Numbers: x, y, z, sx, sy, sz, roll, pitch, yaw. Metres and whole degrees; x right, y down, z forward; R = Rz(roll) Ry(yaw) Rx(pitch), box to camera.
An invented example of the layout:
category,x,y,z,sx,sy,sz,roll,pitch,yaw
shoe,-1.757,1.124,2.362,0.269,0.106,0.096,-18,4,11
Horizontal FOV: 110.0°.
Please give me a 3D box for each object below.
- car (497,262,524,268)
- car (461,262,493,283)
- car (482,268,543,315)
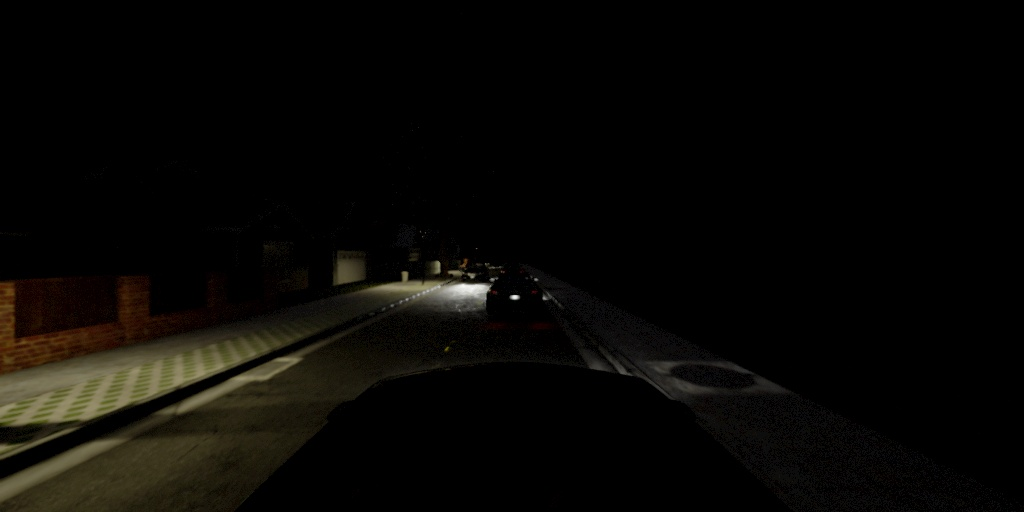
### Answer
category,x,y,z,sx,sy,sz,roll,pitch,yaw
car,0.054,1.347,29.116,1.994,1.385,4.181,0,0,0
car,-2.889,1.274,28.689,2.128,1.511,4.902,0,0,0
car,0.094,1.327,13.756,1.994,1.385,4.181,0,0,0
